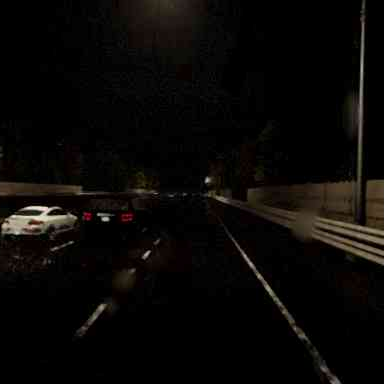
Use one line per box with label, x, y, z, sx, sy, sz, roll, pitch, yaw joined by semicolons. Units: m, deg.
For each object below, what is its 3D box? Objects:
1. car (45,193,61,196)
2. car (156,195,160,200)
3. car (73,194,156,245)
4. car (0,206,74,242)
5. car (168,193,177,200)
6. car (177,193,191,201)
car;-20.091;0.955;47.653;1.882;1.535;5.008;2;0;1
car;-8.908;1.317;80.468;1.994;1.385;4.181;2;0;1
car;-3.261;1.137;15.397;2.150;2.045;5.566;2;0;1
car;-6.770;1.348;15.272;1.812;1.442;4.674;2;0;1
car;-5.241;1.401;88.453;2.033;1.411;5.357;2;0;1
car;-1.902;1.489;80.776;2.033;1.411;5.357;2;0;1
